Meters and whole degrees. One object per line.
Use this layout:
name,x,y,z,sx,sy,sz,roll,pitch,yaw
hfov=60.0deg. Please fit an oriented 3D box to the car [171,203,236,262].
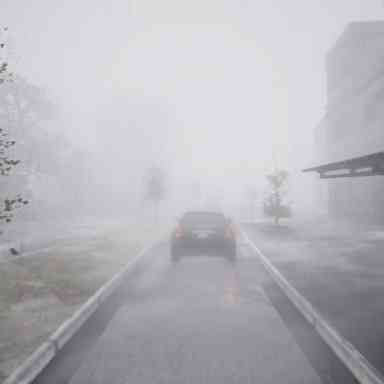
car,0.471,1.392,12.421,2.097,1.767,4.553,0,0,3

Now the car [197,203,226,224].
car,1.707,1.682,27.596,2.128,1.511,4.902,0,-1,7

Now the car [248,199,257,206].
car,16.203,2.688,89.041,2.185,1.767,4.553,0,-1,12

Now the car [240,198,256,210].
car,8.375,2.086,51.134,2.097,1.535,5.008,-1,-1,11

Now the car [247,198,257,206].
car,15.091,2.462,83.672,2.435,2.045,5.566,0,-1,12
